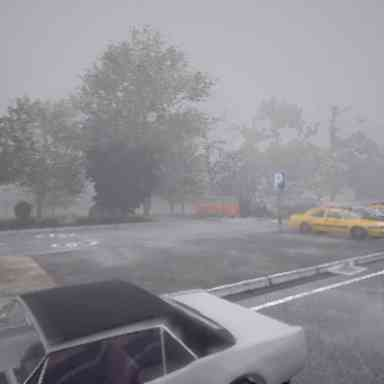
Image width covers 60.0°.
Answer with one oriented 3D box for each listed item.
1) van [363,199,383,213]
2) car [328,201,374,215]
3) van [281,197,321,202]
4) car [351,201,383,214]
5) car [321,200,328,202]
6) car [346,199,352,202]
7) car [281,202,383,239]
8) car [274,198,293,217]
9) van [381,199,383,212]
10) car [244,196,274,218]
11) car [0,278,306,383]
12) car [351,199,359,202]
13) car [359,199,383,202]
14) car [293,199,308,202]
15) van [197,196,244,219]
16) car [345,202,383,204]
[{"bbox_3d":[27.251,1.983,47.589,1.878,1.987,4.442,2,-1,-35],"label":"van"},{"bbox_3d":[20.416,2.030,42.857,2.231,1.521,4.892,2,-1,-35],"label":"car"},{"bbox_3d":[11.324,1.562,36.534,1.878,1.987,4.442,2,-1,-35],"label":"van"},{"bbox_3d":[25.032,2.146,45.925,1.946,1.575,5.366,2,-1,-35],"label":"car"},{"bbox_3d":[13.664,1.722,38.018,2.185,1.767,4.553,2,-1,-35],"label":"car"},{"bbox_3d":[15.801,1.905,39.572,2.097,1.535,5.008,2,-1,-35],"label":"car"},{"bbox_3d":[7.624,1.527,17.470,1.946,1.575,5.366,1,-1,-35],"label":"car"},{"bbox_3d":[6.985,1.666,33.073,1.946,1.575,5.366,1,-1,-35],"label":"car"},{"bbox_3d":[31.641,2.116,50.716,1.878,1.987,4.442,2,-1,-35],"label":"van"},{"bbox_3d":[4.611,1.363,31.644,2.435,2.045,5.566,1,-1,-35],"label":"car"},{"bbox_3d":[-1.225,1.602,2.811,4.718,1.301,1.895,0,0,-35],"label":"car"},{"bbox_3d":[18.159,1.968,41.251,2.097,1.535,5.008,2,-1,-35],"label":"car"},{"bbox_3d":[14.275,1.539,22.472,2.185,1.767,4.553,2,-1,-35],"label":"car"},{"bbox_3d":[9.135,1.728,34.823,2.231,1.521,4.892,2,-1,-35],"label":"car"},{"bbox_3d":[2.203,1.343,30.039,1.878,1.987,4.442,1,-1,-35],"label":"van"},{"bbox_3d":[9.768,1.568,19.232,2.231,1.521,4.892,1,-1,-35],"label":"car"}]
